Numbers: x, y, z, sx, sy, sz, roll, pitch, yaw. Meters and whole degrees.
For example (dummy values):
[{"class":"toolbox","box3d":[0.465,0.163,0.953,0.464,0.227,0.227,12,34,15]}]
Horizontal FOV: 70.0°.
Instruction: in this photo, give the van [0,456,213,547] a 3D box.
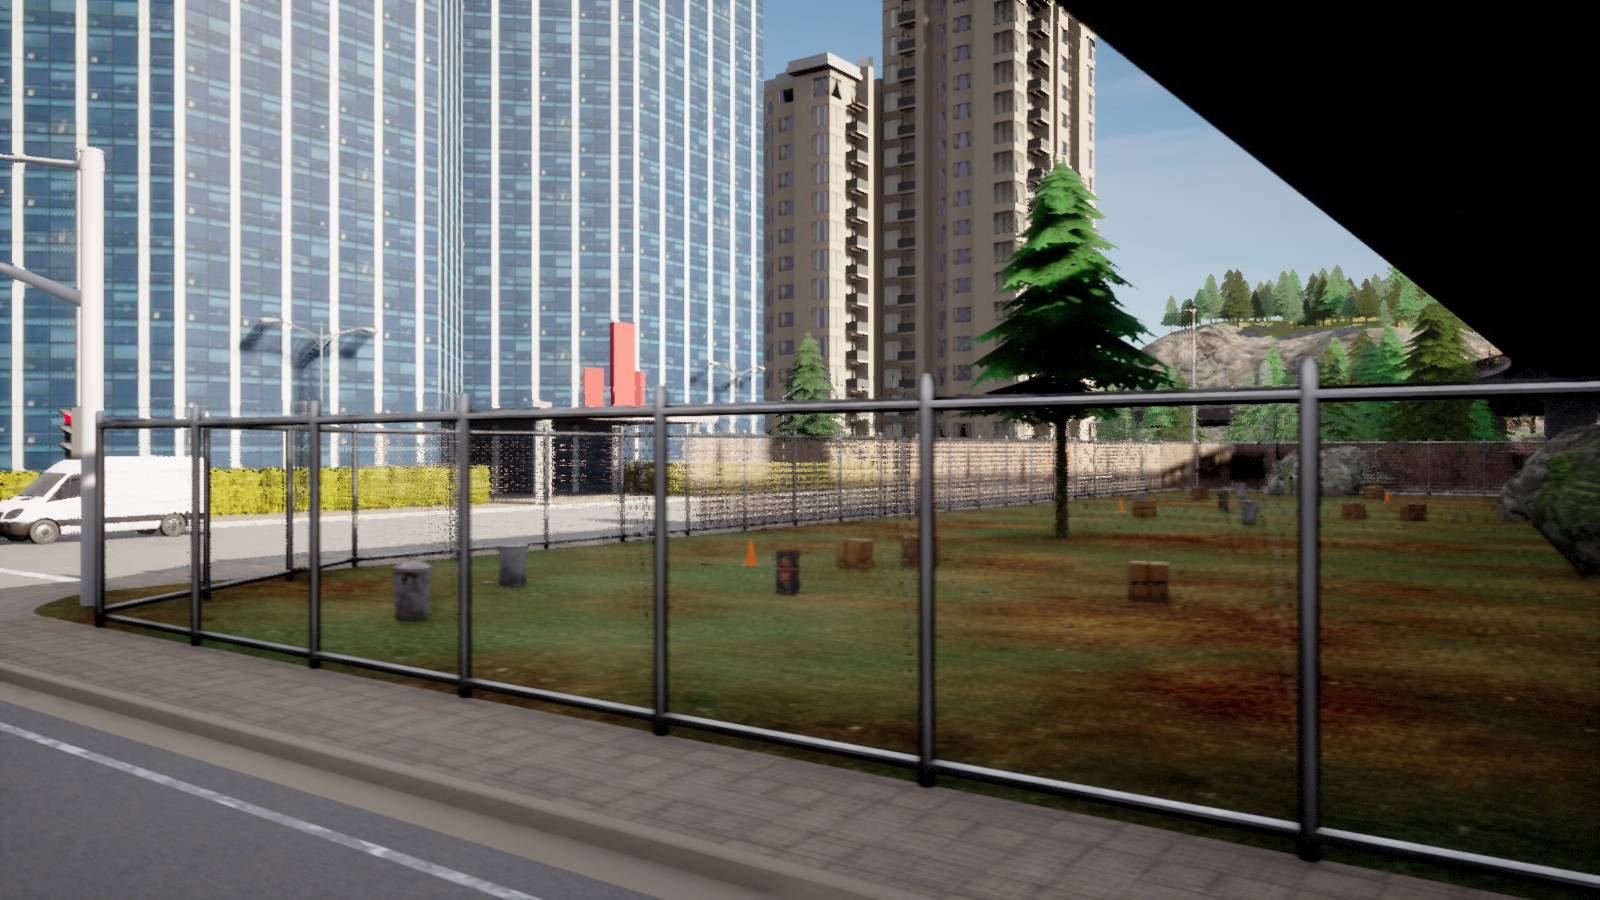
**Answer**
[{"class":"van","box3d":[-21.617,1.478,35.355,1.988,2.561,5.915,0,0,35]}]
